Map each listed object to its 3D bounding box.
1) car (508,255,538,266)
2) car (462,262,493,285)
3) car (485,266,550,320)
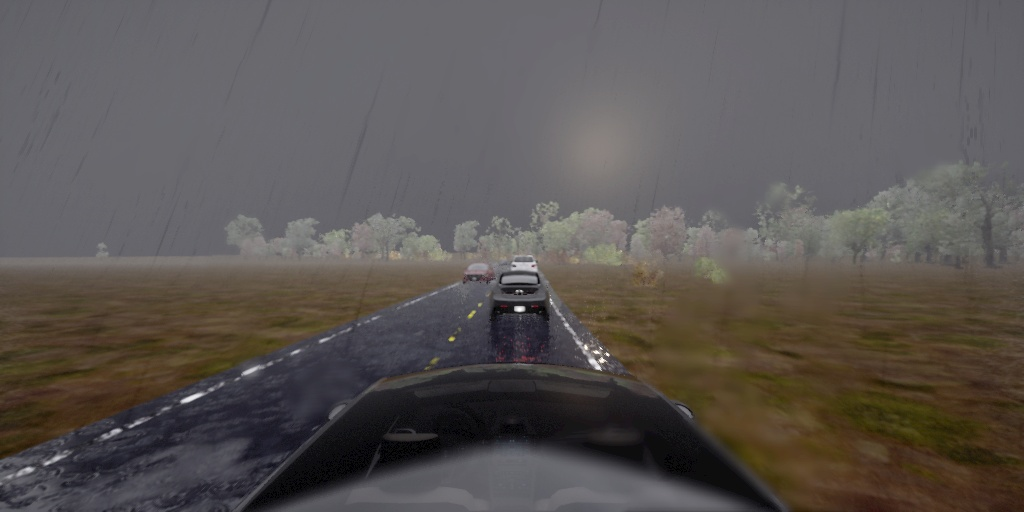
[{"bbox_3d":[1.114,0.970,31.744,2.150,2.045,5.566,0,0,3],"label":"car"},{"bbox_3d":[-2.387,1.224,26.468,1.882,1.535,5.008,0,0,3],"label":"car"},{"bbox_3d":[0.272,1.254,12.604,1.837,1.490,4.892,0,0,1],"label":"car"}]
